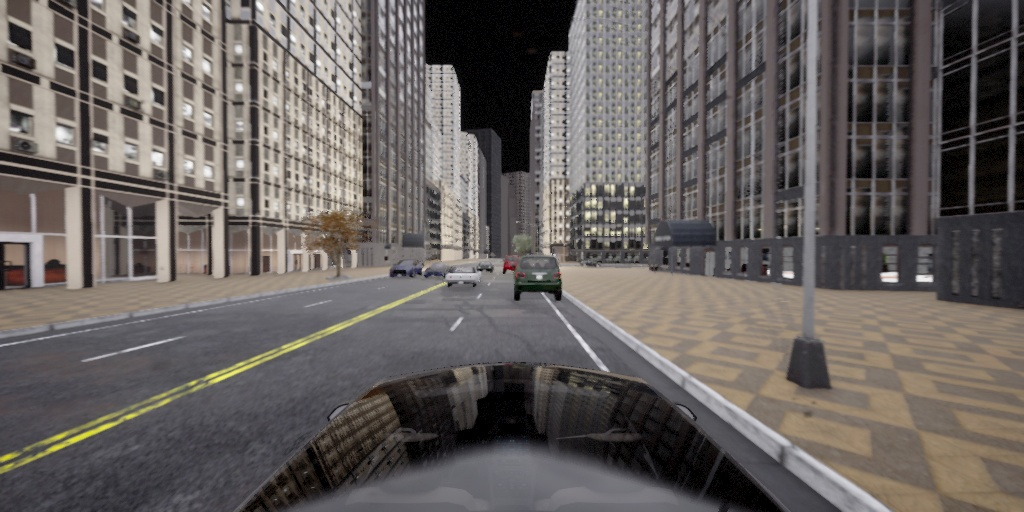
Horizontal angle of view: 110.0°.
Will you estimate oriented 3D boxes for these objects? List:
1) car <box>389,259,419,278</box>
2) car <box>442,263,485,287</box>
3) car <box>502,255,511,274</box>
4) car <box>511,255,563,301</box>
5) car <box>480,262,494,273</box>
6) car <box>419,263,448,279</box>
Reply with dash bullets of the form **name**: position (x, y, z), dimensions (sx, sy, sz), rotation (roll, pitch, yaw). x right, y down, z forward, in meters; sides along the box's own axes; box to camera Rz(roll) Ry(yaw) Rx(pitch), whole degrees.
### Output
- **car**: position (-9.813, 1.101, 33.490), dimensions (2.097, 1.767, 4.553), rotation (0, 0, 0)
- **car**: position (-3.141, 1.351, 24.225), dimensions (1.895, 1.301, 4.718), rotation (0, 0, 0)
- **car**: position (0.058, 0.974, 41.729), dimensions (2.150, 2.045, 5.566), rotation (0, 0, 0)
- **car**: position (1.144, 0.975, 17.626), dimensions (2.150, 2.045, 5.566), rotation (0, 0, 0)
- **car**: position (-3.134, 1.351, 43.308), dimensions (1.895, 1.301, 4.718), rotation (0, 0, 0)
- **car**: position (-6.573, 1.298, 32.631), dimensions (2.033, 1.411, 5.357), rotation (0, 0, 0)
